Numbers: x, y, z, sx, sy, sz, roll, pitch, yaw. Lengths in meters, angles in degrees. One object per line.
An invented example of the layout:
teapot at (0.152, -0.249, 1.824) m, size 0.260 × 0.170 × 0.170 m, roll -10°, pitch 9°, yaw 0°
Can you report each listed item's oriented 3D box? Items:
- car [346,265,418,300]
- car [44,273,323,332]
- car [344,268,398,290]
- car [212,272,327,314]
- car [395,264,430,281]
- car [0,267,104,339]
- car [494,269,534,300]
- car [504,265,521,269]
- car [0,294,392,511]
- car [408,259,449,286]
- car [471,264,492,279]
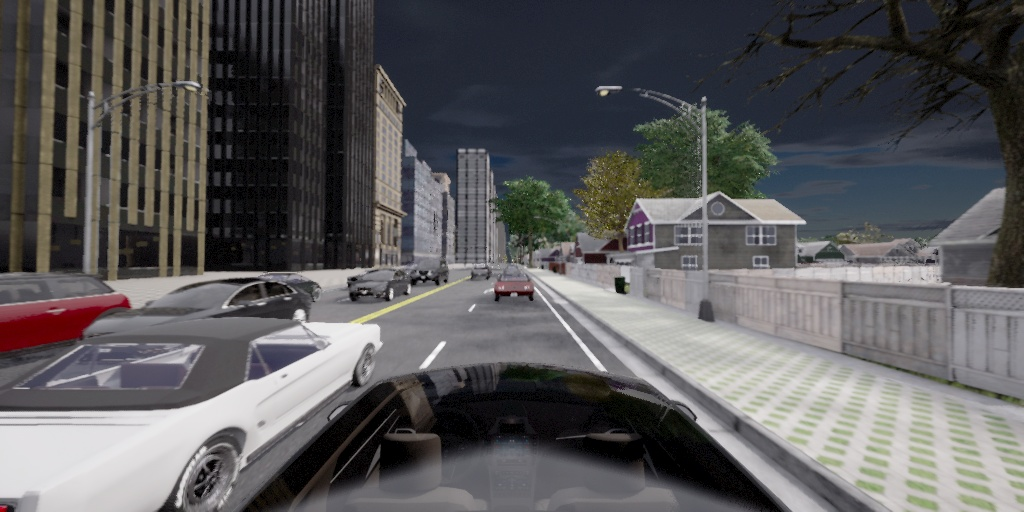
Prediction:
car at (-6.553, 1.407, 18.365) m, size 1.837 × 1.490 × 4.892 m, roll 0°, pitch -1°, yaw 0°
car at (-6.582, 1.296, 8.226) m, size 1.837 × 1.490 × 4.892 m, roll 0°, pitch -1°, yaw 0°
car at (-9.747, 1.567, 25.207) m, size 1.895 × 1.301 × 4.718 m, roll 0°, pitch -1°, yaw 0°
car at (-9.827, 1.420, 15.043) m, size 1.994 × 1.385 × 4.181 m, roll 0°, pitch -1°, yaw 0°
car at (-9.746, 1.571, 35.471) m, size 2.128 × 1.511 × 4.902 m, roll 0°, pitch -1°, yaw 0°
car at (-9.836, 1.114, 6.412) m, size 2.097 × 1.767 × 4.553 m, roll 0°, pitch -1°, yaw 0°
car at (0.104, 1.527, 18.820) m, size 1.895 × 1.301 × 4.718 m, roll 0°, pitch -1°, yaw 0°
car at (0.020, 1.727, 40.170) m, size 1.994 × 1.385 × 4.181 m, roll 0°, pitch -1°, yaw 0°
car at (-3.142, 1.354, 4.038) m, size 1.895 × 1.301 × 4.718 m, roll 0°, pitch -1°, yaw 0°
car at (-6.495, 1.239, 29.012) m, size 2.150 × 2.045 × 5.566 m, roll 0°, pitch -1°, yaw 0°
car at (-3.146, 1.609, 37.156) m, size 2.128 × 1.511 × 4.902 m, roll 0°, pitch -1°, yaw 0°
